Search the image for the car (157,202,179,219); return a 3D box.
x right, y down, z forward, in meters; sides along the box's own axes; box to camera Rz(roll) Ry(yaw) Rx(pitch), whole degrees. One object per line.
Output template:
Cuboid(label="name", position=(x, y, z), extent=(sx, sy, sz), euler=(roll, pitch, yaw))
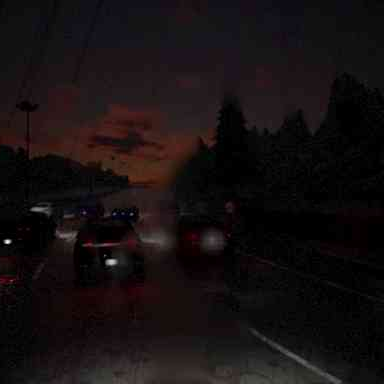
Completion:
Cuboid(label="car", position=(-2.169, 1.611, 30.445), extent=(1.812, 1.442, 4.674), euler=(0, 0, -6))

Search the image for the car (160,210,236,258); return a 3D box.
Cuboid(label="car", position=(0.174, 1.646, 13.260), extent=(1.994, 1.385, 4.181), euler=(0, 0, -15))

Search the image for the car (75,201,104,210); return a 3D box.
Cuboid(label="car", position=(-9.153, 1.563, 30.006), extent=(1.882, 1.535, 5.008), euler=(0, 0, -6))

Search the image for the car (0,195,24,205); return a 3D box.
Cuboid(label="car", position=(-25.075, 1.453, 46.598), extent=(1.812, 1.442, 4.674), euler=(0, 1, -6))

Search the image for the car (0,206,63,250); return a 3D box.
Cuboid(label="car", position=(-7.254, 1.597, 14.686), extent=(1.837, 1.490, 4.892), euler=(0, 0, -11))

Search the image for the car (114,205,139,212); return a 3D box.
Cuboid(label="car", position=(-5.347, 1.699, 27.083), extent=(1.895, 1.301, 4.718), euler=(0, 0, -6))

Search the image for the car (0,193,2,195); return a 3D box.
Cuboid(label="car", position=(-28.612, 1.145, 46.834), extent=(2.150, 2.045, 5.566), euler=(0, 0, -5))

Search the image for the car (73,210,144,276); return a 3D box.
Cuboid(label="car", position=(-2.734, 1.558, 10.678), extent=(2.128, 1.511, 4.902), euler=(0, 0, -17))

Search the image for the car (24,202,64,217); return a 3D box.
Cuboid(label="car", position=(-12.565, 1.615, 28.894), extent=(1.812, 1.442, 4.674), euler=(0, 0, -6))
